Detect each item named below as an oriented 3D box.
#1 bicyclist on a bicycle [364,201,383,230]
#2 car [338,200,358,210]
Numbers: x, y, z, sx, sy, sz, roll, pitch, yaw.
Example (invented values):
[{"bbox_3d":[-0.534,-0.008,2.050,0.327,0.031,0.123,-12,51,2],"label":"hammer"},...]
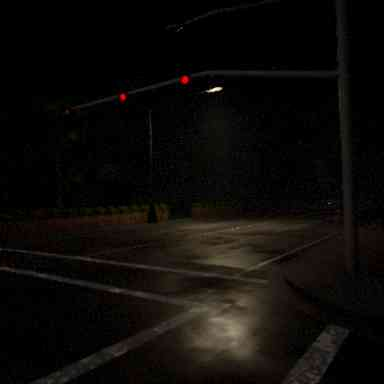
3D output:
[{"bbox_3d":[10.598,1.350,18.765,1.656,1.620,0.582,-3,-2,36],"label":"bicyclist on a bicycle"},{"bbox_3d":[21.848,1.790,46.588,2.128,1.511,4.902,-3,-2,36],"label":"car"}]
